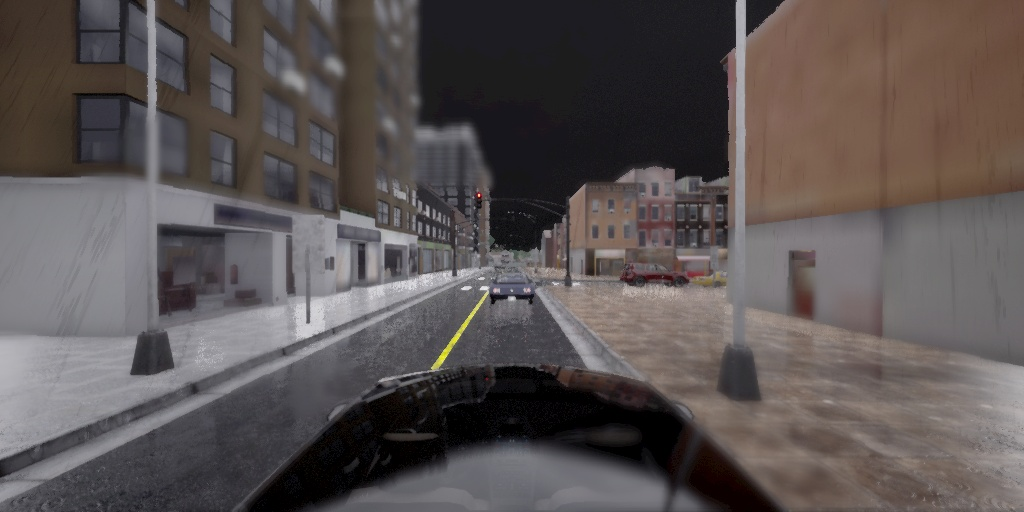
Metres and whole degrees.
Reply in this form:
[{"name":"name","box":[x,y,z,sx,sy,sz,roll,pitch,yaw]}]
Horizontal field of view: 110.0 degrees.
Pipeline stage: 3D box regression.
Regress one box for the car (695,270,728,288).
[{"name":"car","box":[16.513,1.771,27.438,4.829,1.417,1.751,0,0,0]}]

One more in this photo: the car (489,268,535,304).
[{"name":"car","box":[0.000,1.416,16.533,1.895,1.301,4.718,0,0,0]}]

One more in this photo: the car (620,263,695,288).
[{"name":"car","box":[10.798,1.458,27.449,5.009,1.841,2.192,0,0,0]}]
